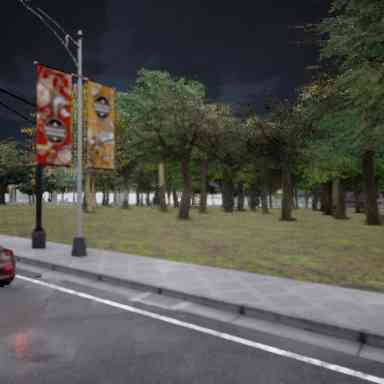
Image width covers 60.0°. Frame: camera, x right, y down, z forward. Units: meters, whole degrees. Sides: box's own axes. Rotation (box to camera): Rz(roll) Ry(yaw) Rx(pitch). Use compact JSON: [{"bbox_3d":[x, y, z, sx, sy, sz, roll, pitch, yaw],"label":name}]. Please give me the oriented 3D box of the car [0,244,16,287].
[{"bbox_3d":[-6.027,1.528,7.987,4.674,1.442,1.812,0,0,35],"label":"car"}]
